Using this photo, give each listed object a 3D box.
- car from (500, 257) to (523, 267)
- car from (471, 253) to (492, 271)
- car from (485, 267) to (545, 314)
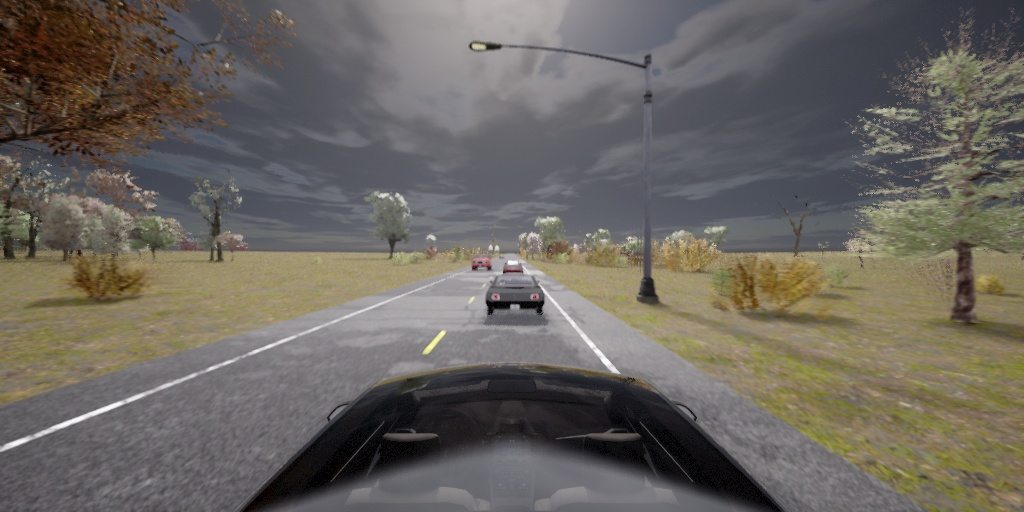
[{"bbox_3d":[0.093,1.081,35.856,1.994,1.385,4.181,0,0,0],"label":"car"},{"bbox_3d":[-3.582,0.690,43.412,2.150,2.045,5.566,0,0,0],"label":"car"},{"bbox_3d":[0.097,1.273,13.258,1.895,1.301,4.718,0,0,0],"label":"car"}]
